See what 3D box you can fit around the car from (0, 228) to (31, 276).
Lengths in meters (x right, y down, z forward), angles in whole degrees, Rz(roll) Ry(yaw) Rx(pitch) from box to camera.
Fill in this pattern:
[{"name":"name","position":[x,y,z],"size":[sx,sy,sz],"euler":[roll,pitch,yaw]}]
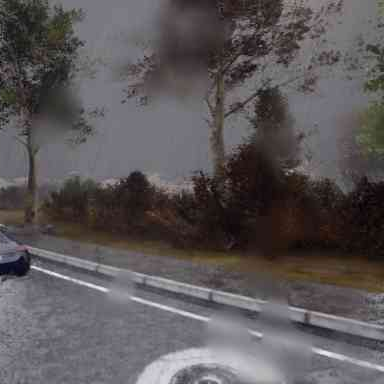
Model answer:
[{"name":"car","position":[-6.268,1.582,9.334],"size":[4.181,1.385,1.994],"euler":[0,0,41]}]
